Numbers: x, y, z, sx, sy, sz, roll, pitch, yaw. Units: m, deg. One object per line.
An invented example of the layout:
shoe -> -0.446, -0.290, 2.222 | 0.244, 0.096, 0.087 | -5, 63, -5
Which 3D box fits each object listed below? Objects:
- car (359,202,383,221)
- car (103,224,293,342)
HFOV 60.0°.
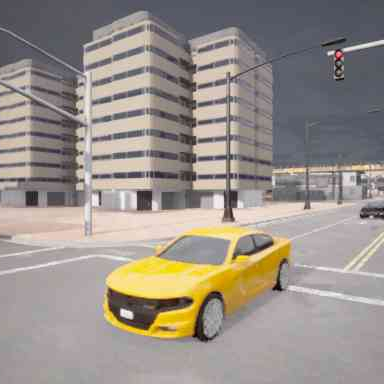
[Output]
car -> 15.383, 1.547, 27.886 | 2.033, 1.411, 5.357 | 0, 0, 35
car -> 0.494, 1.490, 6.849 | 1.882, 1.535, 5.008 | 0, 0, 35
